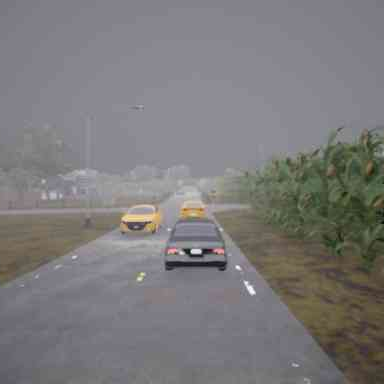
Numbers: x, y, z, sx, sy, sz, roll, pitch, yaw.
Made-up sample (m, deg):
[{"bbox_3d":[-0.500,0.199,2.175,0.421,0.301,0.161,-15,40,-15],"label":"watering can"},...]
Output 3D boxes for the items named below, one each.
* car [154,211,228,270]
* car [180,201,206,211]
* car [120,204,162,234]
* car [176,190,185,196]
[{"bbox_3d":[0.107,1.583,11.114,2.033,1.411,5.357,0,0,0],"label":"car"},{"bbox_3d":[0.106,1.419,26.086,1.882,1.535,5.008,0,0,0],"label":"car"},{"bbox_3d":[-2.820,1.481,19.349,1.882,1.535,5.008,0,0,0],"label":"car"},{"bbox_3d":[-2.701,0.167,79.826,1.882,1.535,5.008,0,2,0],"label":"car"}]
